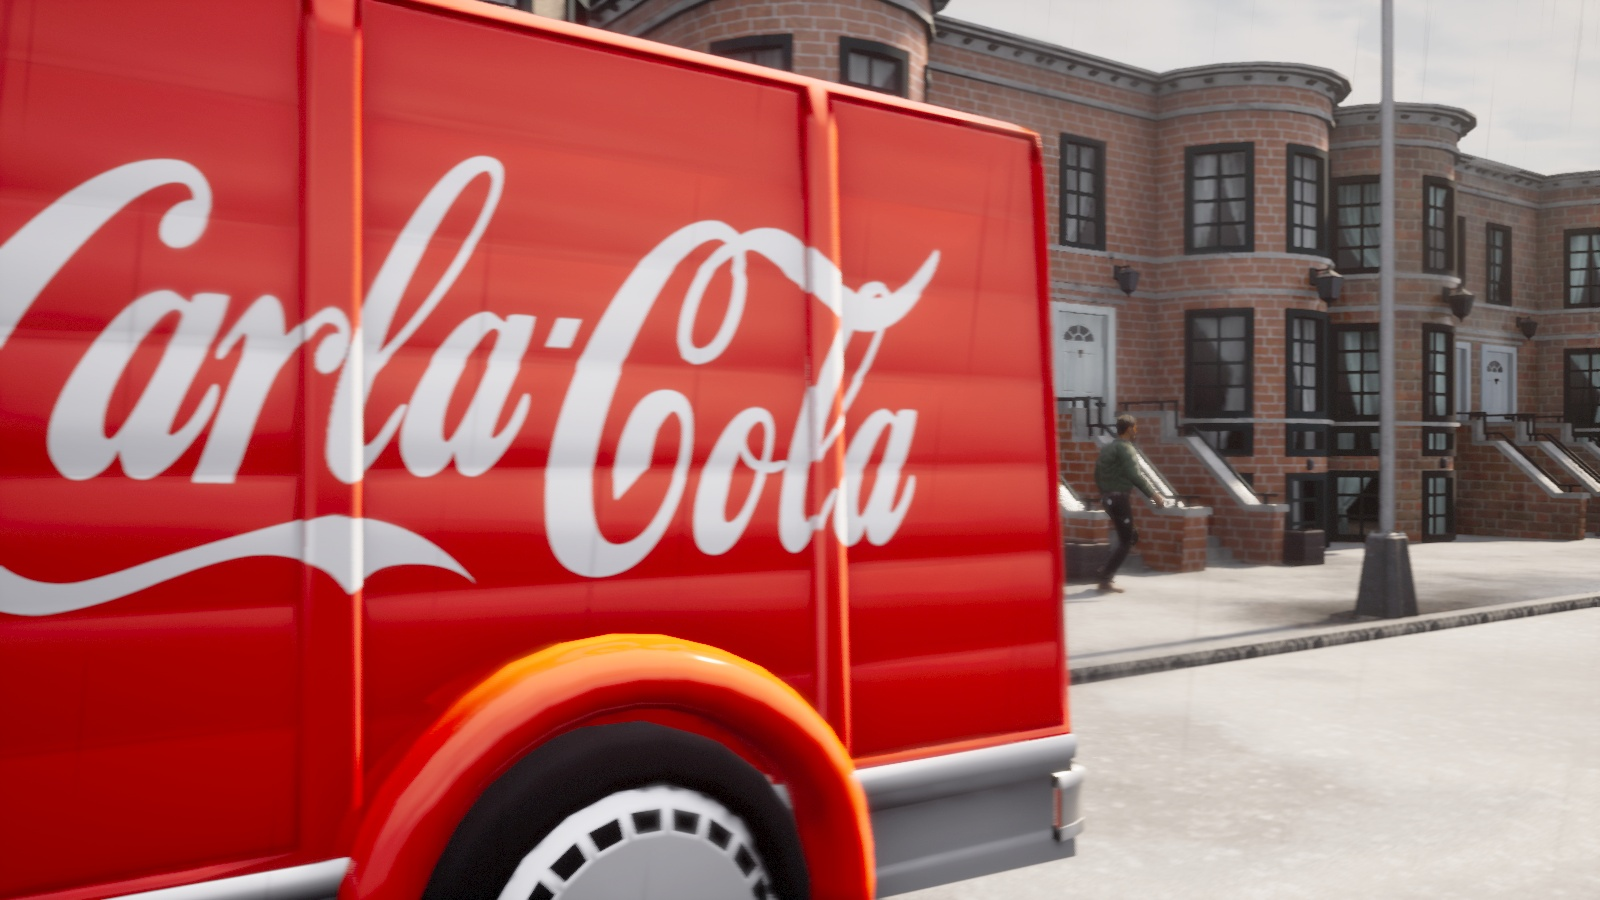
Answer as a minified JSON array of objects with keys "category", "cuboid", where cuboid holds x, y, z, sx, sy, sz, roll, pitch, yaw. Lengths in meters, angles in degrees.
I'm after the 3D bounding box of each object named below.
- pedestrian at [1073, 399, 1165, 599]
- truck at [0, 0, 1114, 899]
[{"category":"pedestrian","cuboid":[3.188,0.479,12.562,0.788,1.949,0.423,0,0,-14]},{"category":"truck","cuboid":[-2.079,0.270,2.823,5.204,2.467,2.627,0,0,-35]}]
